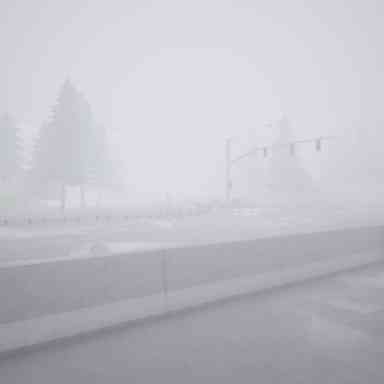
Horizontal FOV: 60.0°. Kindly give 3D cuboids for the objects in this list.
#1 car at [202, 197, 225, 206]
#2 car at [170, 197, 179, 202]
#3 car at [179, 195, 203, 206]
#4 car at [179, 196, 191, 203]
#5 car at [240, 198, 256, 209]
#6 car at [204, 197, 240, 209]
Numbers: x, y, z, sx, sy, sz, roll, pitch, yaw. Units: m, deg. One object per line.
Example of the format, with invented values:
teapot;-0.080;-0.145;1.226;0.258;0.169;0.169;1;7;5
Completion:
car;3.692;1.683;58.859;2.128;1.511;4.902;0;0;-22
car;-2.921;1.790;67.339;1.895;1.301;4.718;0;0;-17
car;0.124;1.722;58.243;2.033;1.411;5.357;0;0;-22
car;-1.661;1.705;78.424;1.882;1.535;5.008;0;0;-10
car;7.607;1.688;50.472;1.837;1.490;4.892;0;0;-28
car;4.309;1.713;49.141;2.033;1.411;5.357;0;0;-28
